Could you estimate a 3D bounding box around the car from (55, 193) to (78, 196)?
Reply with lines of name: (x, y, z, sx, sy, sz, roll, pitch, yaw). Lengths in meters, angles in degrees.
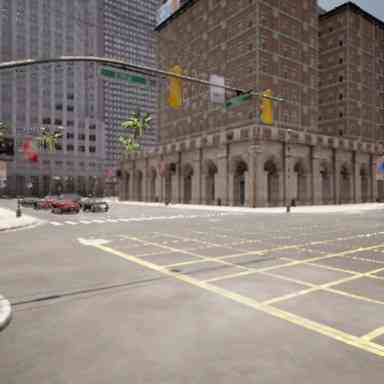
car: (-16.703, 1.183, 45.672, 2.150, 2.045, 5.566, 0, 0, -35)

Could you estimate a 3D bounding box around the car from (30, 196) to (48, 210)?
car: (-19.172, 1.536, 43.100, 1.994, 1.385, 4.181, 0, 0, -35)

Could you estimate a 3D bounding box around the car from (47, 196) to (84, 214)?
car: (-13.358, 1.450, 34.983, 1.882, 1.535, 5.008, 0, 0, -36)

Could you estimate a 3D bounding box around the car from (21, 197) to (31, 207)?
car: (-25.222, 1.518, 51.715, 2.033, 1.411, 5.357, 0, 0, -35)

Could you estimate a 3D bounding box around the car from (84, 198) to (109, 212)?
car: (-10.962, 1.454, 37.644, 2.128, 1.511, 4.902, 0, 0, -36)
